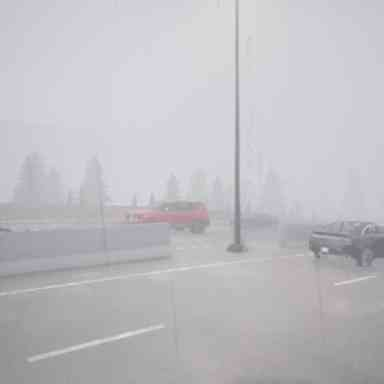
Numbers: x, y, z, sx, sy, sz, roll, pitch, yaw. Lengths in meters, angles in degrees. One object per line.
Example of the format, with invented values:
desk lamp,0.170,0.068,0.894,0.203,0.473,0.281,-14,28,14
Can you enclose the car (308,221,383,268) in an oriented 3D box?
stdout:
car,6.475,1.868,12.671,4.902,1.511,2.128,4,-2,-35

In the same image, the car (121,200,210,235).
car,-1.426,1.497,20.175,5.566,2.045,2.150,3,-2,-35

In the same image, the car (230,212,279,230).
car,5.557,2.501,29.457,5.008,1.535,1.882,6,-4,-35

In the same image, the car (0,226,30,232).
car,-7.936,1.598,11.228,4.718,1.301,1.895,1,0,-36
